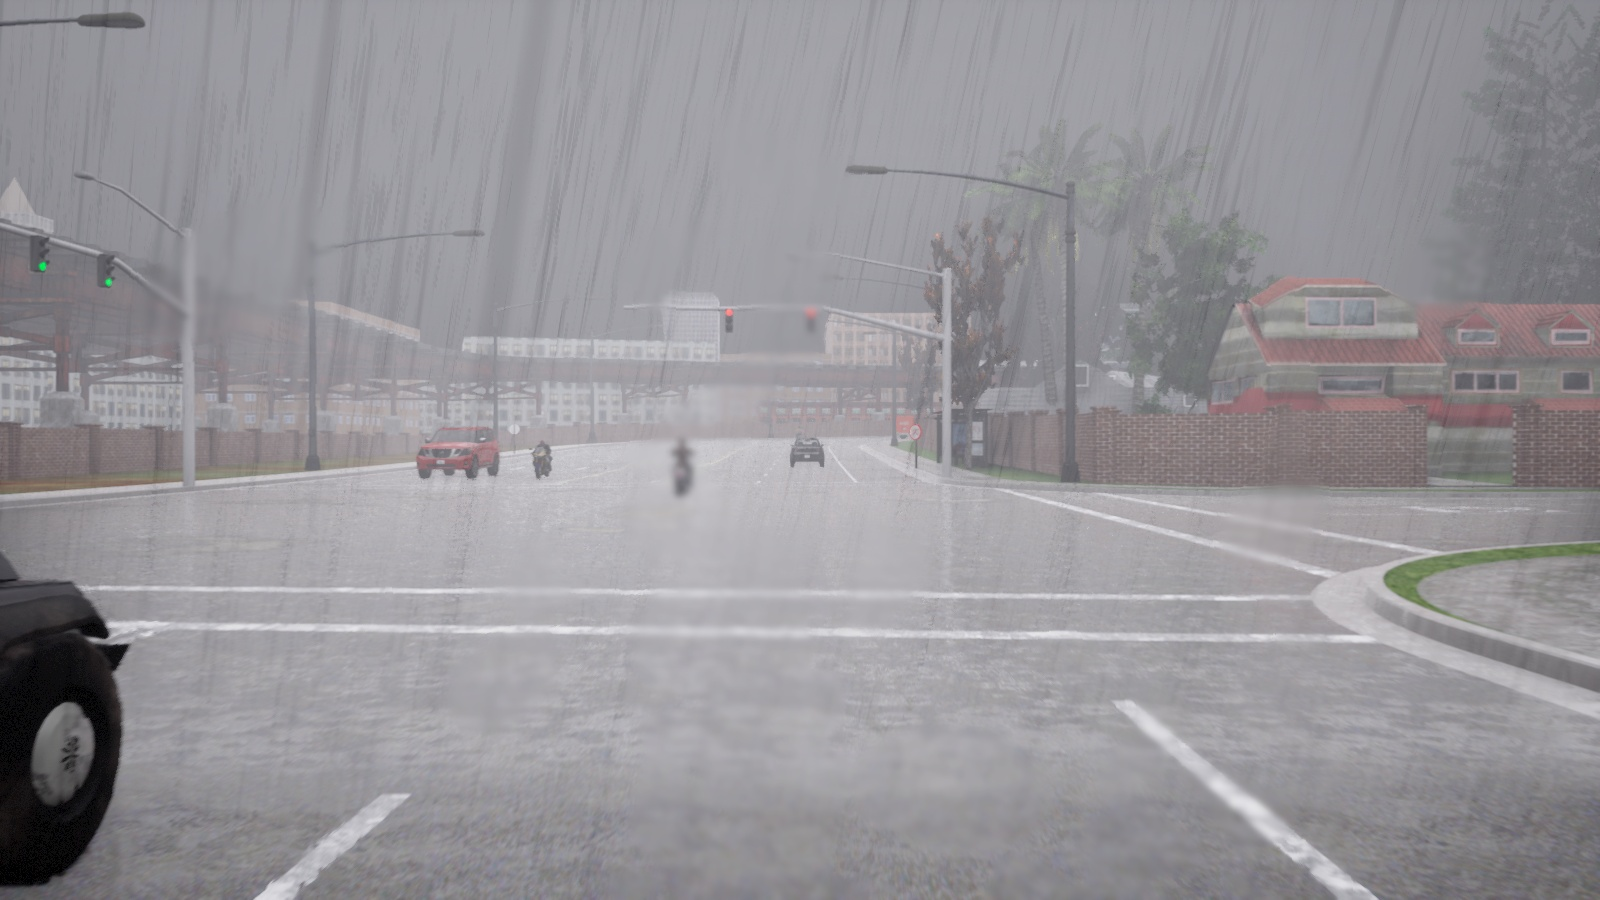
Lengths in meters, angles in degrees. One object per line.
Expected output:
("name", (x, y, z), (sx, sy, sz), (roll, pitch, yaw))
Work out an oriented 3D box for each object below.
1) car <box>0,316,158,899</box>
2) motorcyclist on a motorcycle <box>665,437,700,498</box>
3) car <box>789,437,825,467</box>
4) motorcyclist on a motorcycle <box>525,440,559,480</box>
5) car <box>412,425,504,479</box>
("car", (-3.468, 0.523, 2.966), (1.905, 1.878, 3.866), (0, 0, 0))
("motorcyclist on a motorcycle", (-3.289, 0.466, 35.333), (0.766, 1.649, 2.350), (0, 0, 0))
("car", (0.378, 0.067, 65.329), (1.816, 1.474, 4.193), (0, 1, 0))
("motorcyclist on a motorcycle", (-10.209, 0.369, 49.721), (0.866, 1.530, 2.191), (0, 1, 0))
("car", (-13.702, 0.036, 50.673), (2.150, 2.045, 5.566), (0, 1, 0))
